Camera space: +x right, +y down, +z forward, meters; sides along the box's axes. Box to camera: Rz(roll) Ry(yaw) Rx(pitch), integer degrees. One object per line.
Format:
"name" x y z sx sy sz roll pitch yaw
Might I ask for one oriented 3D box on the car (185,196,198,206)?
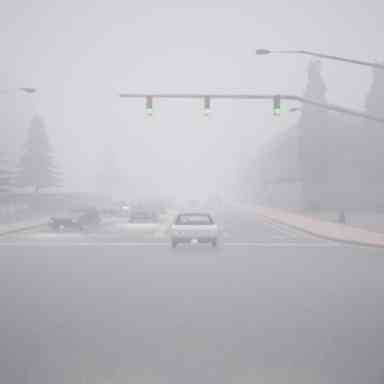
"car" -0.002 1.491 53.452 1.812 1.442 4.674 0 0 0

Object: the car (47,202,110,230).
"car" -7.139 1.534 21.084 2.033 1.411 5.357 0 0 2

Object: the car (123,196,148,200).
"car" -7.018 1.537 41.132 1.994 1.385 4.181 0 0 1

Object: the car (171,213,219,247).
"car" 0.099 1.591 15.028 1.895 1.301 4.718 0 0 0

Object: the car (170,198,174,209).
"car" -3.502 1.463 44.682 2.128 1.511 4.902 0 0 0

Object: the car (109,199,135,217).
"car" -7.084 1.527 31.155 2.033 1.411 5.357 0 0 0

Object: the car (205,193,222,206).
"car" 3.498 1.187 53.108 2.150 2.045 5.566 0 0 0

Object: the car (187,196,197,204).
"car" -0.002 1.485 63.760 1.812 1.442 4.674 0 0 0

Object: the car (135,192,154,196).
"car" -7.002 1.188 51.623 2.150 2.045 5.566 0 0 0

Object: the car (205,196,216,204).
"car" 3.498 1.523 63.760 1.994 1.385 4.181 0 0 0

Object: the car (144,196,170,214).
"car" -3.582 1.483 34.485 1.837 1.490 4.892 0 0 -1

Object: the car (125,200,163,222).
"car" -3.587 1.547 25.768 1.994 1.385 4.181 0 0 0
